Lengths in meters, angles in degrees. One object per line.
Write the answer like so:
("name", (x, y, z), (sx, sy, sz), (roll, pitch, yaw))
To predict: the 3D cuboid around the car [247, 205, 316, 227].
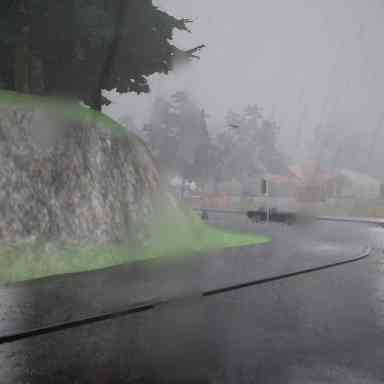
("car", (6.067, 1.597, 22.927), (1.895, 1.301, 4.718), (0, 0, -35))
